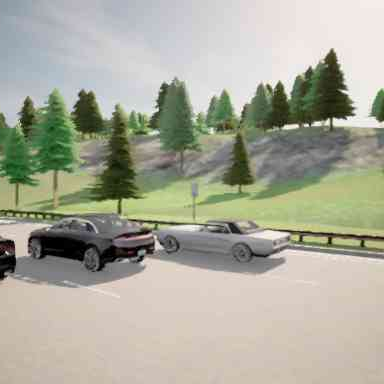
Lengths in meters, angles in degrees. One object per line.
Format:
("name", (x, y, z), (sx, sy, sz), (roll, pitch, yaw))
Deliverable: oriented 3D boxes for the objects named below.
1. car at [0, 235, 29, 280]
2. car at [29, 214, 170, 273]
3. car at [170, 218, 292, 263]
("car", (-6.551, 1.460, 8.665), (5.008, 1.535, 1.882), (0, 0, 36))
("car", (-3.369, 1.476, 10.695), (4.902, 1.511, 2.128), (0, 0, 36))
("car", (0.974, 1.591, 11.896), (4.718, 1.301, 1.895), (0, 0, 35))
